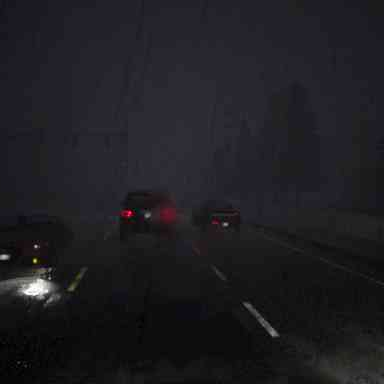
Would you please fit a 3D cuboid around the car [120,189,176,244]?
[{"bbox_3d":[-2.008,0.972,14.802,2.150,2.045,5.566,0,0,-9],"label":"car"}]

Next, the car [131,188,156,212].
[{"bbox_3d":[-4.742,0.712,32.350,2.150,2.045,5.566,0,1,-9],"label":"car"}]

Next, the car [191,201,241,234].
[{"bbox_3d":[1.140,1.201,17.350,2.128,1.511,4.902,0,1,-9],"label":"car"}]

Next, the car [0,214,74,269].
[{"bbox_3d":[-4.975,1.405,10.263,1.994,1.385,4.181,0,1,-9],"label":"car"}]
